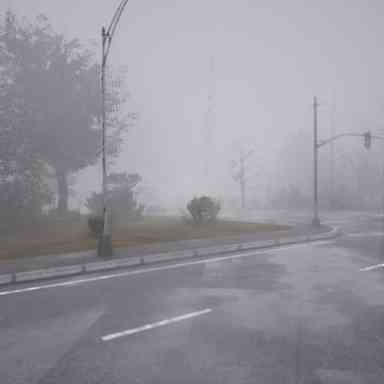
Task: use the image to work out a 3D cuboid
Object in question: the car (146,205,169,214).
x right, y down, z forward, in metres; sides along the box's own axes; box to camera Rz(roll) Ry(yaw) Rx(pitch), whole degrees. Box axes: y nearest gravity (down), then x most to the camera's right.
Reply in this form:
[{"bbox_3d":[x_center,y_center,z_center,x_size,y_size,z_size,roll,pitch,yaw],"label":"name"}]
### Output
[{"bbox_3d":[-5.681,2.768,53.674,2.033,1.411,5.357,-1,-3,-32],"label":"car"}]
